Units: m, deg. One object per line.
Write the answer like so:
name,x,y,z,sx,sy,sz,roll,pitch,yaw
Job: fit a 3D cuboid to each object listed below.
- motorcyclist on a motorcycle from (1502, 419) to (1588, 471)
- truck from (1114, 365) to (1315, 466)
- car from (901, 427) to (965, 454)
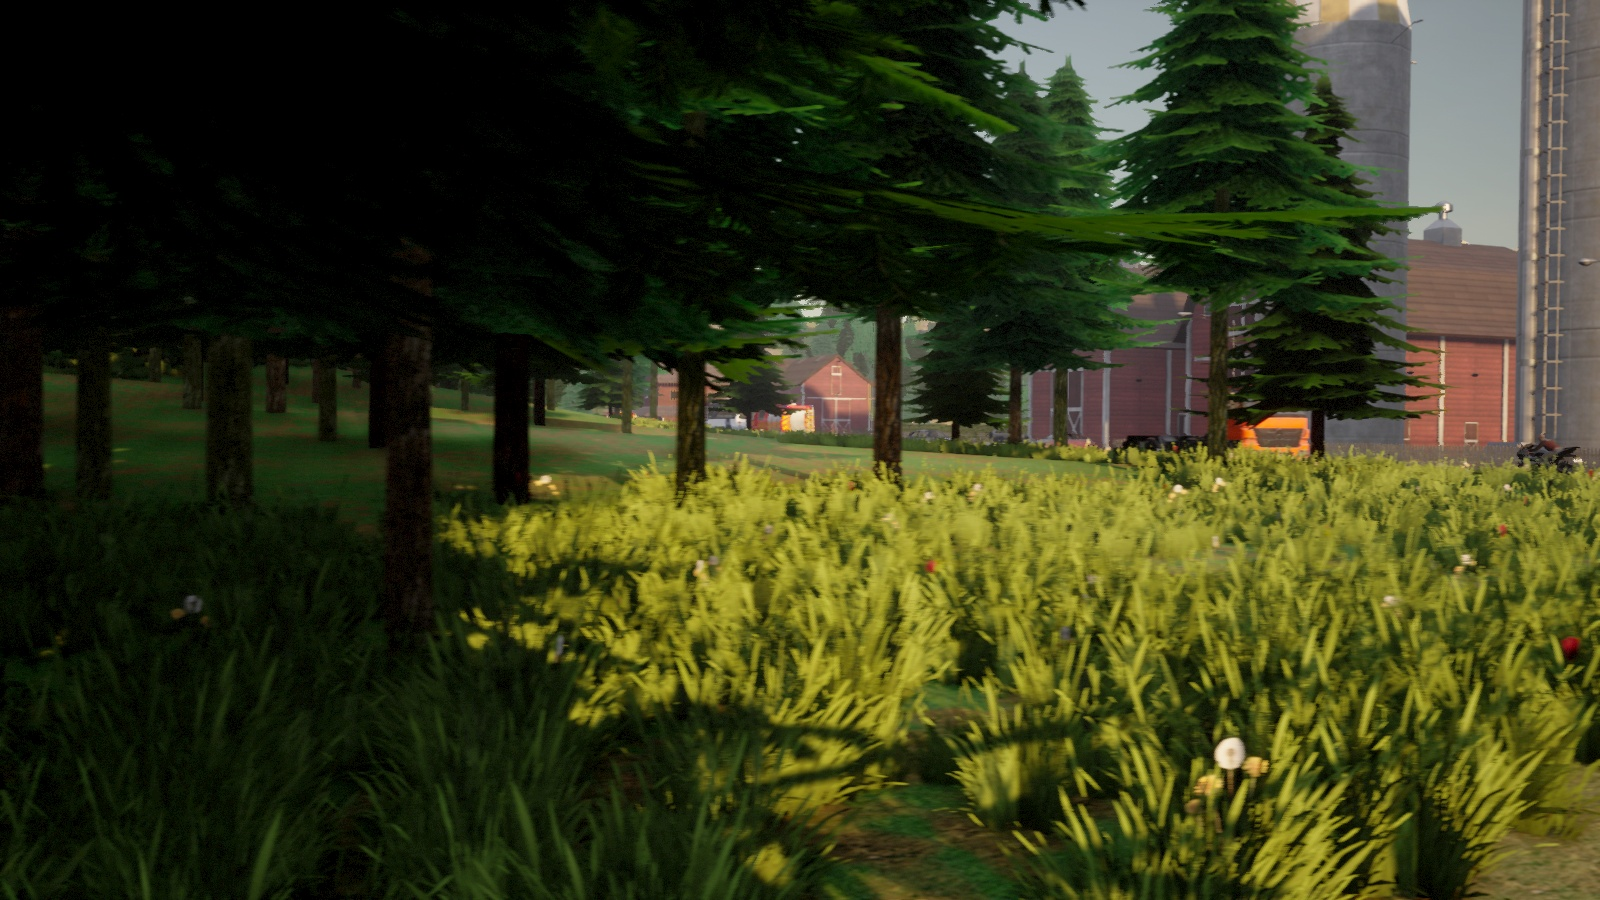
motorcyclist on a motorcycle,22.560,-0.170,38.074,0.866,1.530,2.191,-1,1,-20
truck,15.377,-1.261,47.386,2.891,3.462,7.936,-1,1,-20
car,7.296,-0.535,69.328,1.816,1.474,4.193,-1,1,-20
